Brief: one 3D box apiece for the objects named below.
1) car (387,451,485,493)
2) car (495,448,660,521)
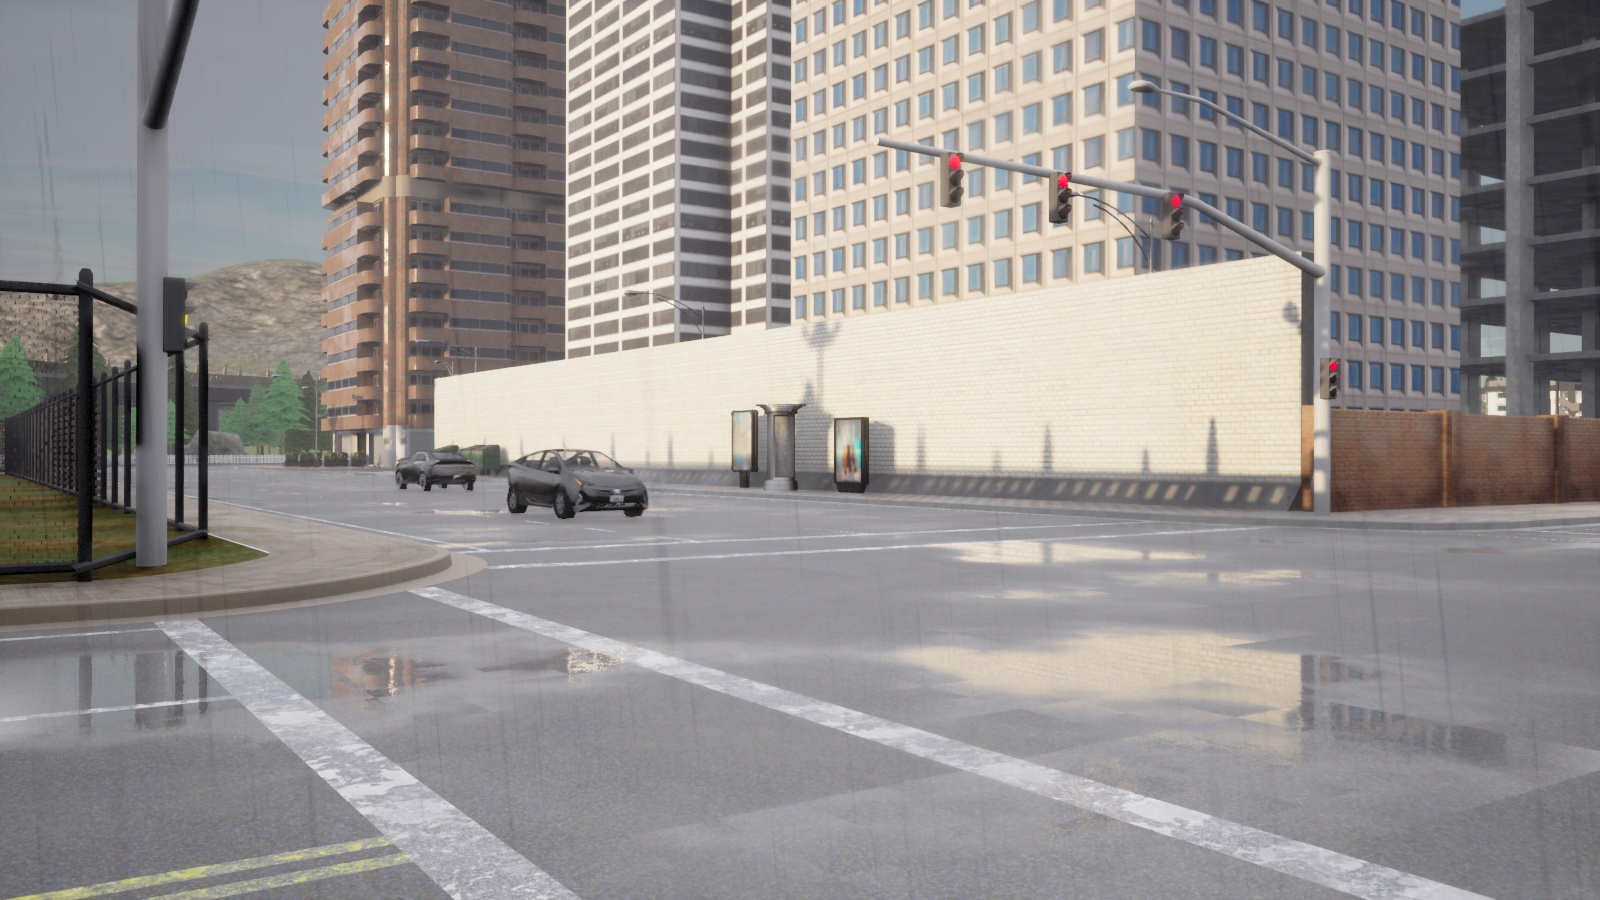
[{"bbox_3d":[-13.780,0.791,47.359,2.128,1.511,4.902,0,0,-34],"label":"car"},{"bbox_3d":[-5.138,0.716,28.514,2.007,1.525,4.514,0,0,-34],"label":"car"}]
